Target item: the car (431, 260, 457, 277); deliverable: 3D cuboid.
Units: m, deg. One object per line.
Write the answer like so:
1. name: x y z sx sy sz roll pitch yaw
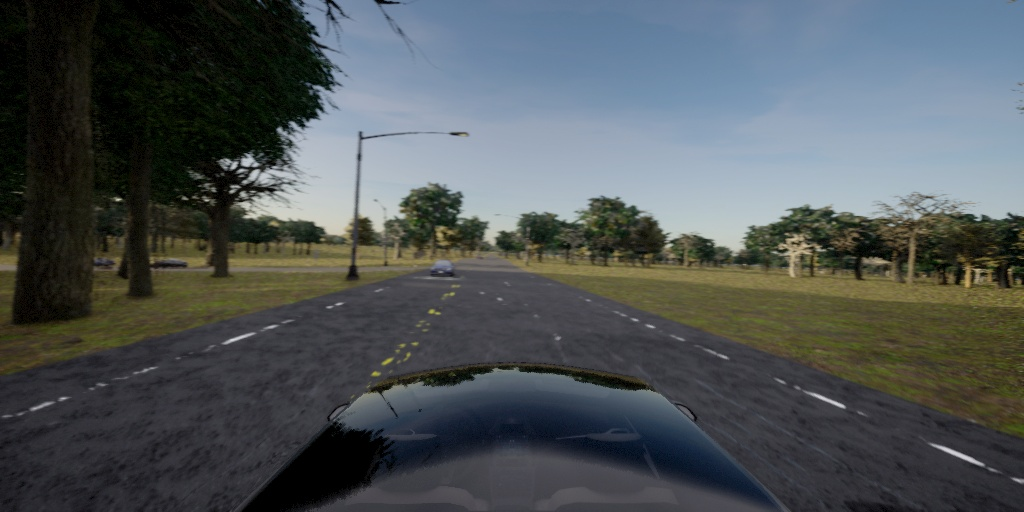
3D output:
1. car: -6.100 1.048 32.121 1.812 1.442 4.674 3 0 -5
